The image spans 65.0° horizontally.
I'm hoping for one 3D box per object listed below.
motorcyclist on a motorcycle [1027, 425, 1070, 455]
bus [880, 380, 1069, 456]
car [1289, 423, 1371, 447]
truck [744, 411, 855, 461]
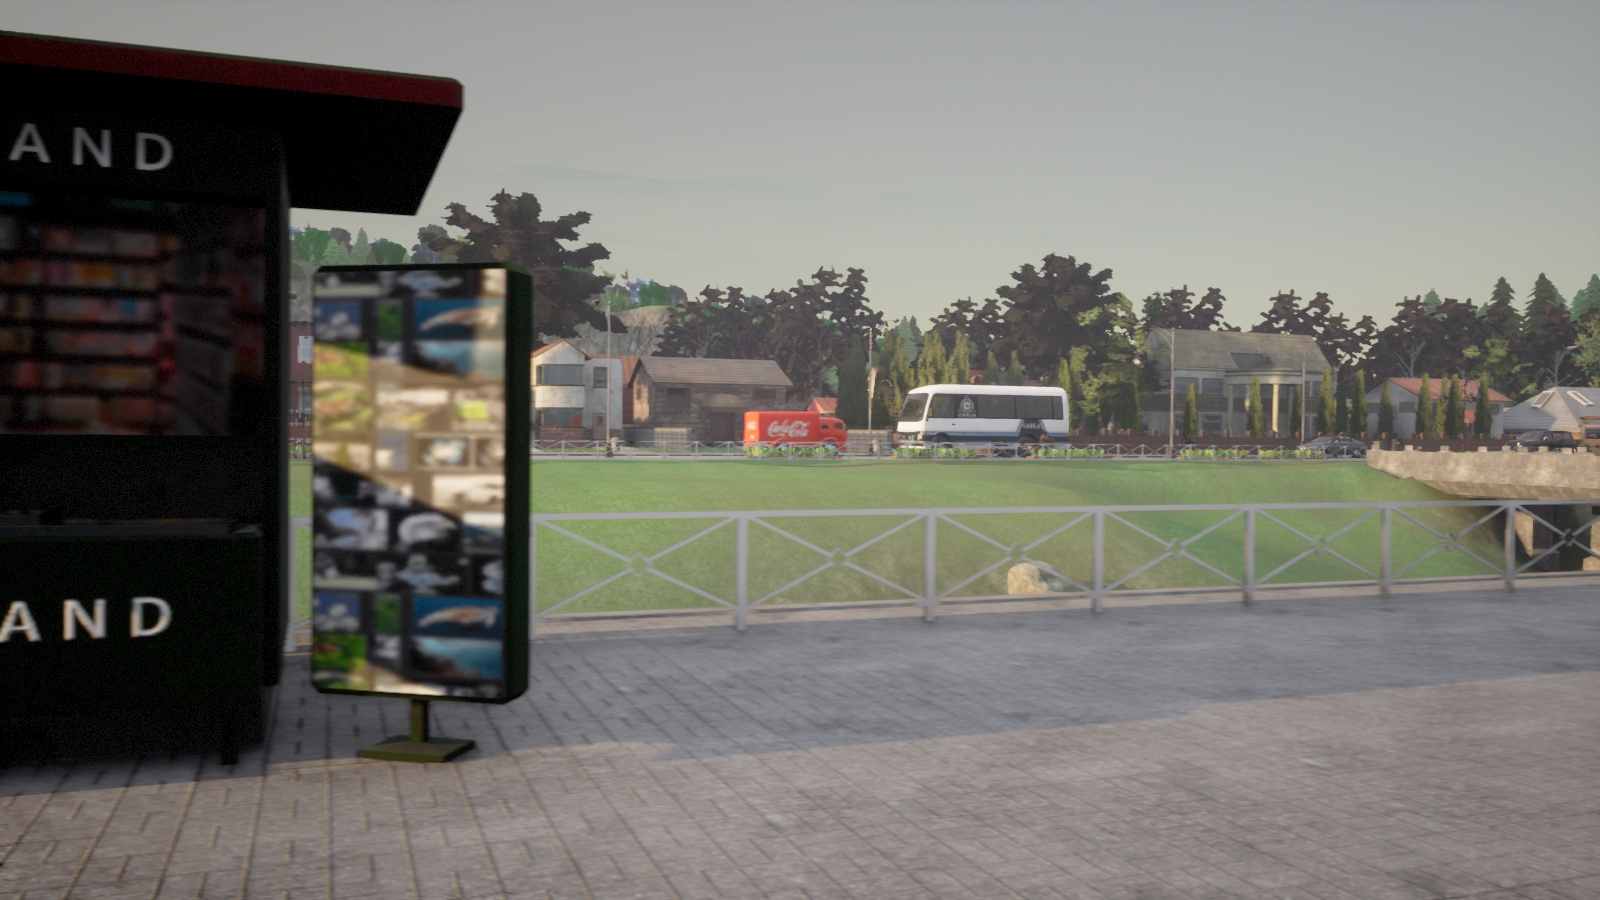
[{"bbox_3d":[14.014,-0.555,70.802,2.350,1.649,0.766,-1,1,-21],"label":"motorcyclist on a motorcycle"},{"bbox_3d":[10.229,-1.887,73.628,10.273,4.253,3.944,-1,1,-21],"label":"bus"},{"bbox_3d":[35.057,-0.977,83.064,4.902,1.511,2.128,-1,1,-21],"label":"car"},{"bbox_3d":[-0.044,-0.754,65.463,5.204,2.467,2.627,-1,1,-21],"label":"truck"}]
